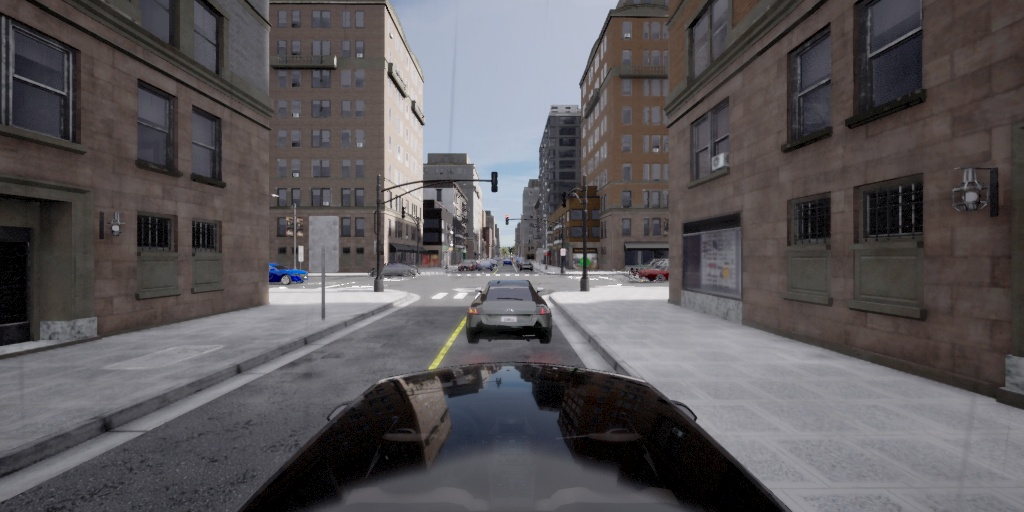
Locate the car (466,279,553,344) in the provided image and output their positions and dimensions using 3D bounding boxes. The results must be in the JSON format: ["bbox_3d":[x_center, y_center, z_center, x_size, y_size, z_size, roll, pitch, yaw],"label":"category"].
[{"bbox_3d":[-0.071,1.315,9.636,1.994,1.385,4.181,0,0,0],"label":"car"}]

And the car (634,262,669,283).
[{"bbox_3d":[11.910,1.297,26.476,4.718,1.301,1.895,0,0,-2],"label":"car"}]

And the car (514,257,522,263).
[{"bbox_3d":[1.764,1.395,65.240,1.948,1.339,4.313,0,0,0],"label":"car"}]

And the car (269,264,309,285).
[{"bbox_3d":[-17.584,1.291,26.219,5.008,1.535,1.882,0,0,1],"label":"car"}]

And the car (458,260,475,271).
[{"bbox_3d":[-6.125,1.236,48.643,1.967,1.591,4.097,0,0,0],"label":"car"}]

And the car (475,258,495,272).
[{"bbox_3d":[-3.583,1.321,48.353,1.812,1.442,4.674,0,0,0],"label":"car"}]

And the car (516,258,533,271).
[{"bbox_3d":[1.899,1.362,48.708,1.948,1.339,4.313,0,0,0],"label":"car"}]

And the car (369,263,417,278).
[{"bbox_3d":[-11.000,1.366,33.221,4.181,1.385,1.994,0,0,-10],"label":"car"}]

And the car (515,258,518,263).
[{"bbox_3d":[1.809,1.399,59.730,1.802,1.307,4.207,0,0,0],"label":"car"}]

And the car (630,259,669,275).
[{"bbox_3d":[12.729,1.052,30.076,4.553,1.767,2.097,0,0,-1],"label":"car"}]

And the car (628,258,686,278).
[{"bbox_3d":[13.377,1.056,33.336,4.553,1.767,2.097,0,0,-1],"label":"car"}]
